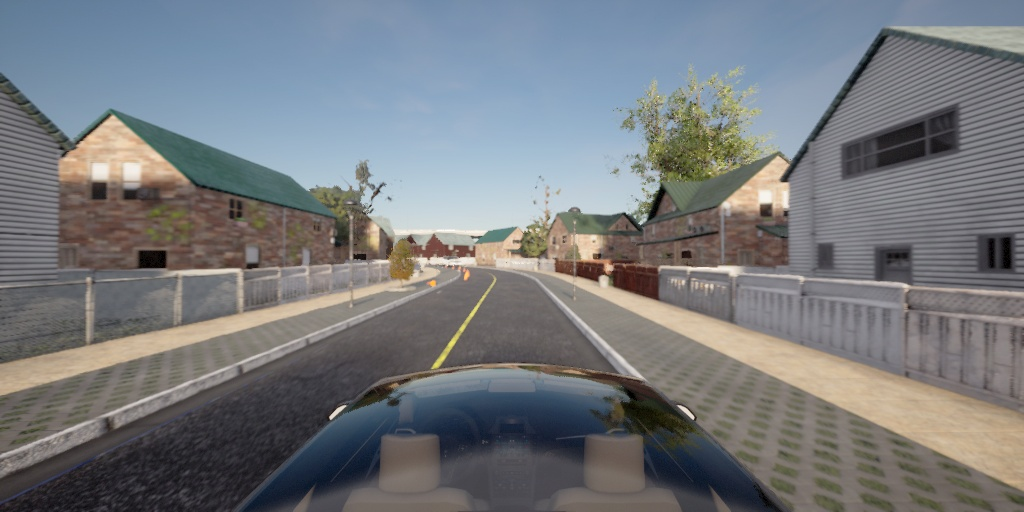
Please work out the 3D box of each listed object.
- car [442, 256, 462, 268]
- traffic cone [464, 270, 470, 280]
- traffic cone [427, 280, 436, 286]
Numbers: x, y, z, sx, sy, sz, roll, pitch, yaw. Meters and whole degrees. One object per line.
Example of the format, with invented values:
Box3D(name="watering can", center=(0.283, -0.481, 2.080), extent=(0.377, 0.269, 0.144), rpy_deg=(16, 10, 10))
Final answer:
Box3D(name="car", center=(-10.577, 0.951, 62.861), extent=(2.150, 2.045, 5.566), rpy_deg=(1, 0, -29))
Box3D(name="traffic cone", center=(-3.911, 1.713, 30.400), extent=(0.340, 0.580, 0.340), rpy_deg=(0, 0, -2))
Box3D(name="traffic cone", center=(-4.814, 1.389, 22.040), extent=(0.340, 0.580, 0.340), rpy_deg=(0, 0, 29))
